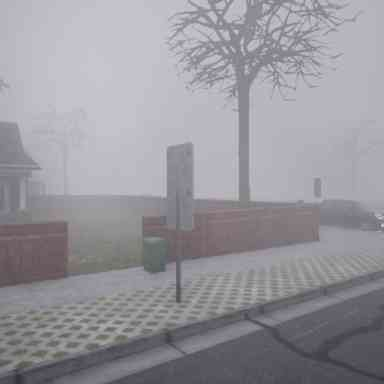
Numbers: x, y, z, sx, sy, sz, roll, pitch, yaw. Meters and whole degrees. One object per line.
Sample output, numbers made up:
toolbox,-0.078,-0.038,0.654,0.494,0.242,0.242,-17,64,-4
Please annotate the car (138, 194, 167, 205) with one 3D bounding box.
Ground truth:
car,-5.381,0.962,44.828,1.994,1.385,4.181,0,1,-36

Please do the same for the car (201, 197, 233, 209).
car,2.012,1.198,29.569,1.812,1.442,4.674,0,1,-36

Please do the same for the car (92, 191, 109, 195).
car,-16.735,0.591,60.524,1.837,1.490,4.892,0,0,-36

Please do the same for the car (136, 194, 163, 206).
car,-5.206,0.957,39.572,1.882,1.535,5.008,0,1,-36

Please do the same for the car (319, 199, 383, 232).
car,9.342,1.220,19.205,2.097,1.767,4.553,0,1,-33
